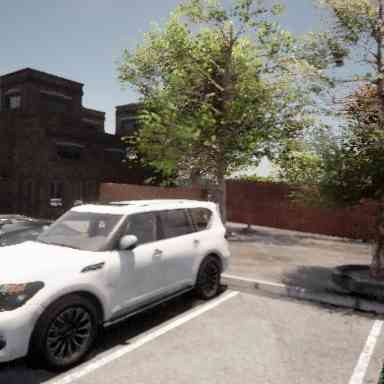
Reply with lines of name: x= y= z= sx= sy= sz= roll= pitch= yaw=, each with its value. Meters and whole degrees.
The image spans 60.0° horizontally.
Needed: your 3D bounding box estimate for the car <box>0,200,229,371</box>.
car: x=-1.368 y=1.206 z=6.224 sx=2.435 sy=2.045 sz=5.566 roll=0 pitch=0 yaw=36
